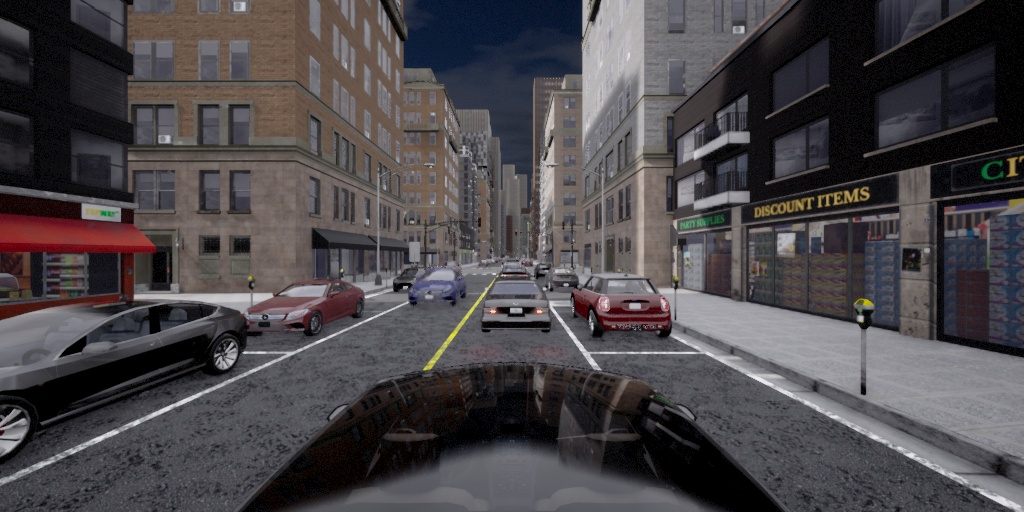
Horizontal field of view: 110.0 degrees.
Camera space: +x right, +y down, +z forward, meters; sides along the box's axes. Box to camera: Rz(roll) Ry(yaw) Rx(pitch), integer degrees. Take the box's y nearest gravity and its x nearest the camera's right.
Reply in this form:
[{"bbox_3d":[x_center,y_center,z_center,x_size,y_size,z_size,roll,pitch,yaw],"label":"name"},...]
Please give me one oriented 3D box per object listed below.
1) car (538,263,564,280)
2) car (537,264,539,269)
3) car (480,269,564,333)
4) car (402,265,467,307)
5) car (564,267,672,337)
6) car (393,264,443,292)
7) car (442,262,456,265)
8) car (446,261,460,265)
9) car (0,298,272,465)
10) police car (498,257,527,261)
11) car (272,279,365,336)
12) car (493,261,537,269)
[{"bbox_3d":[2.890,1.300,21.275,2.007,1.370,4.403,0,0,0],"label":"car"},{"bbox_3d":[2.911,1.317,32.277,1.948,1.339,4.313,0,0,0],"label":"car"},{"bbox_3d":[0.111,1.297,10.743,2.033,1.411,5.357,0,0,0],"label":"car"},{"bbox_3d":[-3.072,1.275,15.671,1.812,1.442,4.674,0,0,0],"label":"car"},{"bbox_3d":[2.870,1.189,10.272,1.967,1.591,4.097,0,0,0],"label":"car"},{"bbox_3d":[-5.635,1.315,21.291,1.948,1.339,4.313,0,0,0],"label":"car"},{"bbox_3d":[-5.625,1.332,26.792,1.802,1.307,4.207,0,0,0],"label":"car"},{"bbox_3d":[-5.615,1.191,32.293,1.967,1.591,4.097,0,0,0],"label":"car"},{"bbox_3d":[-5.666,1.315,4.787,1.948,1.339,4.313,0,0,0],"label":"car"},{"bbox_3d":[0.051,1.176,31.286,1.930,1.638,5.238,0,0,0],"label":"police car"},{"bbox_3d":[-5.656,1.331,10.288,1.802,1.307,4.207,0,0,0],"label":"car"},{"bbox_3d":[0.132,1.241,21.266,2.128,1.511,4.902,0,0,0],"label":"car"}]
